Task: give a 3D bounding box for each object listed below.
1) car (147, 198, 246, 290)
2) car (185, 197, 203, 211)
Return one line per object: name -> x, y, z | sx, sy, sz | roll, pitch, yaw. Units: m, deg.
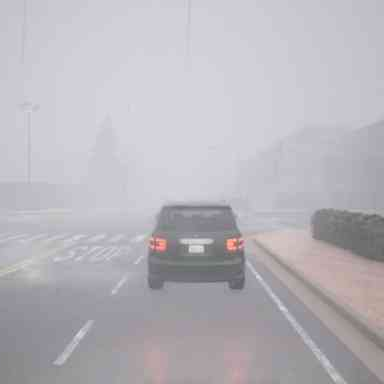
car -> 0.119, 1.215, 9.221 | 2.150, 2.045, 5.566 | 0, 0, 1
car -> 0.231, 1.463, 40.664 | 2.128, 1.511, 4.902 | 0, 0, 1
